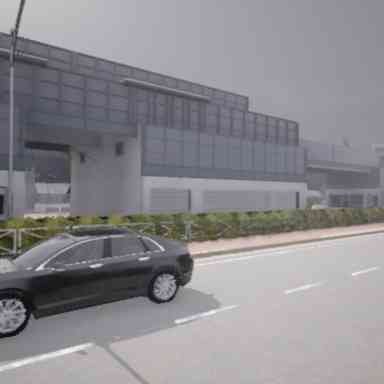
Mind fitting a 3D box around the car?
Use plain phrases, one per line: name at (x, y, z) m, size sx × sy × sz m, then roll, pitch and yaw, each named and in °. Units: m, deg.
car at (-2.203, 1.540, 6.737) m, size 4.892 × 1.490 × 1.837 m, roll 0°, pitch 0°, yaw -36°
